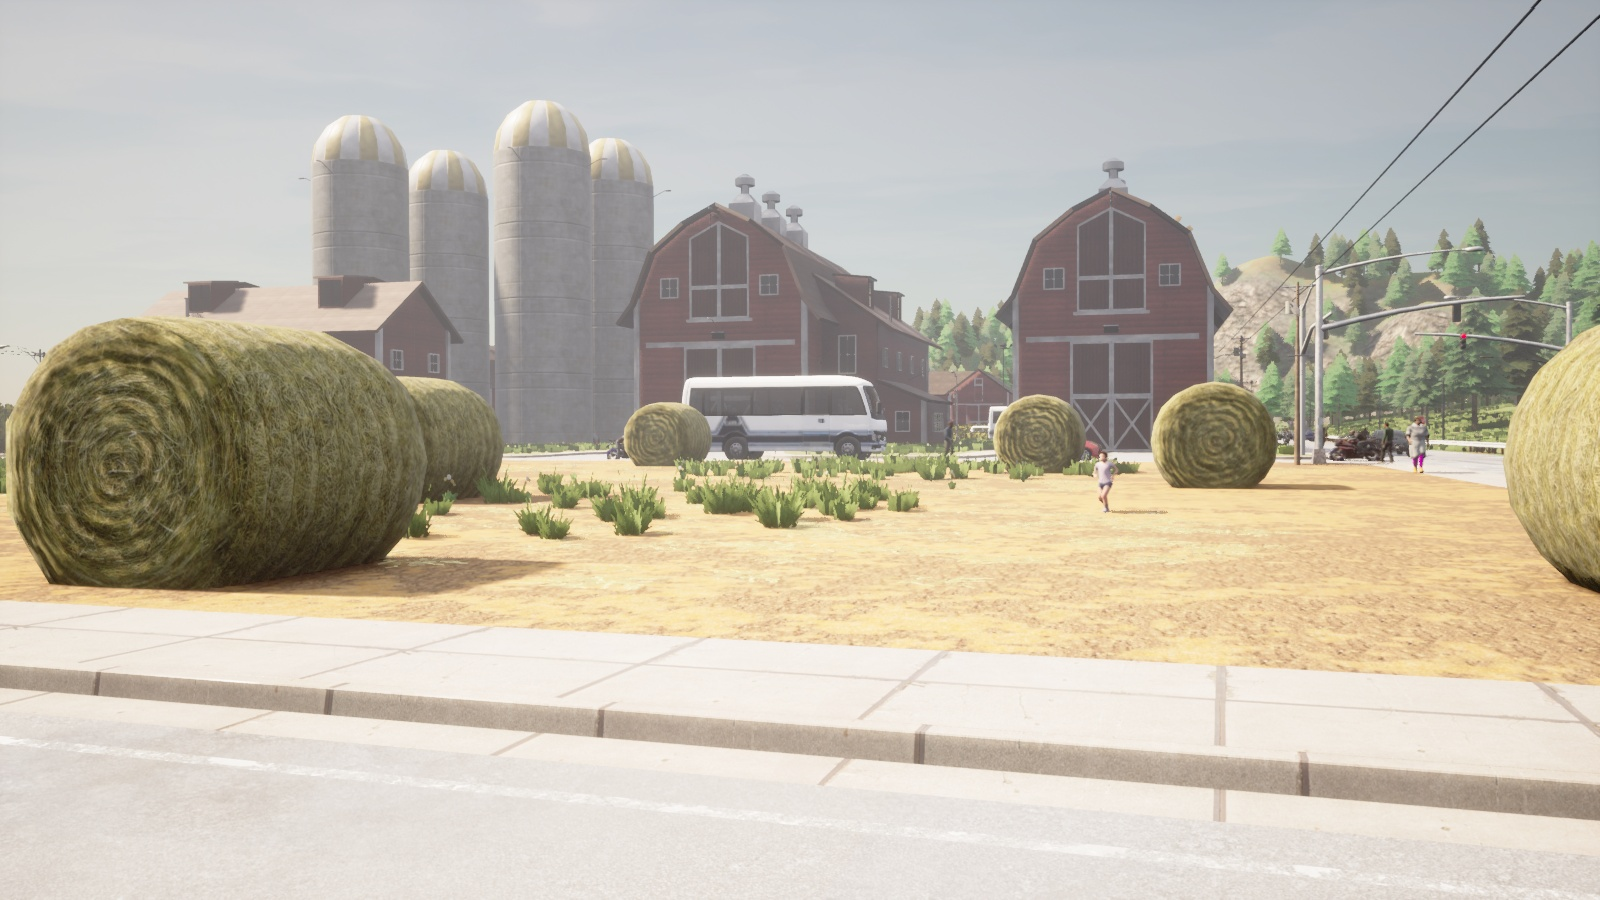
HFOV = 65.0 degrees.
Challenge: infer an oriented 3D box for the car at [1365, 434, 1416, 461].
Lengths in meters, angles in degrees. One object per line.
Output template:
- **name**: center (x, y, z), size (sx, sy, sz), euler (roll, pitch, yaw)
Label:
- **car**: center (33.967, -0.165, 72.361), size (1.837, 1.490, 4.892), euler (0, 1, 16)

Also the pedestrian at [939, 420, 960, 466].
- **pedestrian**: center (5.979, -0.294, 50.137), size (0.726, 1.835, 0.370), euler (1, 1, 35)

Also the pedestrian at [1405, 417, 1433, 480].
- **pedestrian**: center (19.561, -0.055, 39.687), size (0.659, 1.952, 0.873), euler (1, 1, 19)

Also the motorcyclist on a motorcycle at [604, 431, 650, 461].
- **motorcyclist on a motorcycle**: center (-8.915, -0.212, 64.734), size (2.191, 1.530, 0.866), euler (1, 1, 15)

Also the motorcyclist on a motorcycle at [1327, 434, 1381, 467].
- **motorcyclist on a motorcycle**: center (26.091, 0.024, 59.131), size (2.191, 1.530, 0.866), euler (1, 1, 15)

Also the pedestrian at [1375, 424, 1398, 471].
- **pedestrian**: center (24.532, -0.116, 52.564), size (0.423, 1.949, 0.788), euler (0, 1, -18)

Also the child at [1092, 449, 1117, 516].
- **child**: center (5.168, 0.545, 21.298), size (0.255, 1.110, 0.394), euler (1, 1, 41)

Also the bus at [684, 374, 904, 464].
- **bus**: center (-0.240, -1.542, 62.431), size (10.273, 4.253, 3.944), euler (0, 1, 15)

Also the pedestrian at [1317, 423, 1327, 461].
- **pedestrian**: center (26.530, -0.429, 63.837), size (0.396, 1.930, 0.692), euler (1, 1, 18)

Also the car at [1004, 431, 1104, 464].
- **car**: center (11.986, -0.126, 59.228), size (4.514, 1.525, 2.007), euler (0, 1, 15)
